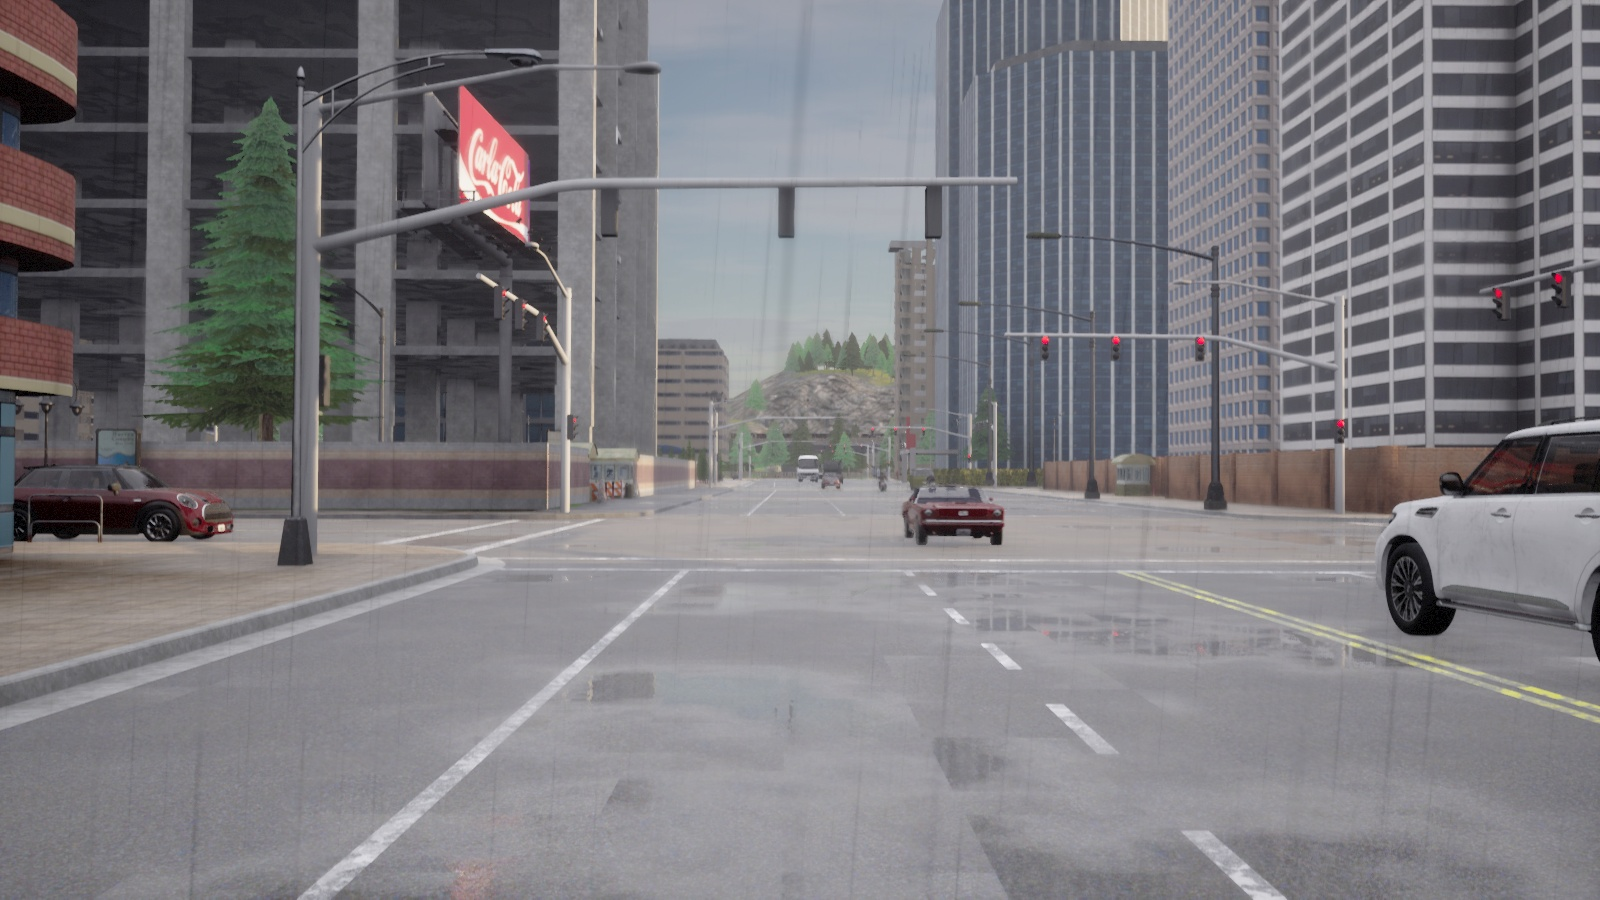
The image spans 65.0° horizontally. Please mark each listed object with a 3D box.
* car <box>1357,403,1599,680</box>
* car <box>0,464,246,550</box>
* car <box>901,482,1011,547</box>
[{"bbox_3d":[6.973,0.691,10.477,2.150,2.045,5.566,0,-1,0],"label":"car"},{"bbox_3d":[-14.740,1.211,27.217,4.553,1.767,2.097,0,-1,0],"label":"car"},{"bbox_3d":[3.430,1.403,28.481,1.895,1.301,4.718,0,-1,0],"label":"car"}]
